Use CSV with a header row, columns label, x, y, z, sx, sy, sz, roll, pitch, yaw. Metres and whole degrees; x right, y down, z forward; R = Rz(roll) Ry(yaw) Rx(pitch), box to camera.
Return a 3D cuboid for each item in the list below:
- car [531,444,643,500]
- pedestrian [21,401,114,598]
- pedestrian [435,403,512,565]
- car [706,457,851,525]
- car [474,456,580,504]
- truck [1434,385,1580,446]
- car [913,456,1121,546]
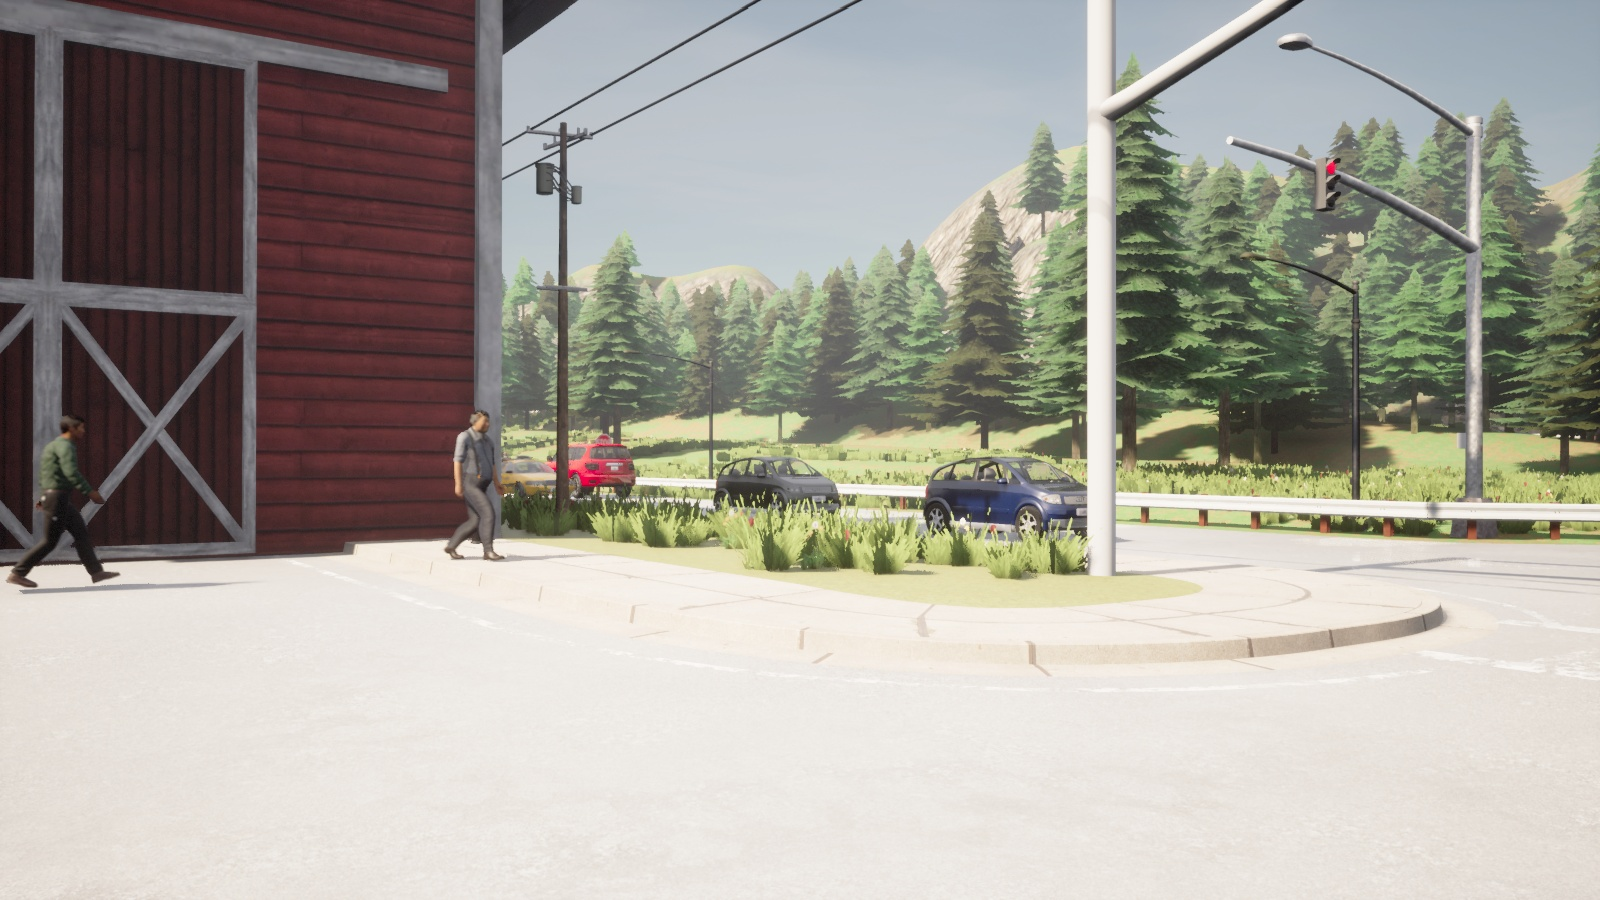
label,x,y,z,sx,sy,sz,roll,pitch,yaw
car,-8.286,0.815,48.326,2.150,2.045,5.566,0,0,-34
pedestrian,-7.485,0.492,12.835,0.788,1.949,0.423,0,0,-35
pedestrian,-3.832,0.393,14.761,0.694,1.848,0.540,0,0,21
car,-0.572,0.945,30.515,1.789,1.549,3.705,0,0,-34
car,-9.639,1.012,44.057,1.801,1.575,5.366,0,0,-34
truck,48.425,-2.350,86.228,7.936,3.462,2.891,5,1,11
car,4.008,0.891,23.679,1.789,1.549,3.705,0,0,-34
